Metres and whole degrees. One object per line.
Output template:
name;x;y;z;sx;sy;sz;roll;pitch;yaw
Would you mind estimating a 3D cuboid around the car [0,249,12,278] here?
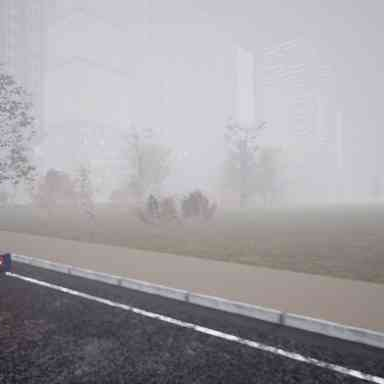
car;-6.575;1.601;8.351;4.718;1.301;1.895;0;0;36
